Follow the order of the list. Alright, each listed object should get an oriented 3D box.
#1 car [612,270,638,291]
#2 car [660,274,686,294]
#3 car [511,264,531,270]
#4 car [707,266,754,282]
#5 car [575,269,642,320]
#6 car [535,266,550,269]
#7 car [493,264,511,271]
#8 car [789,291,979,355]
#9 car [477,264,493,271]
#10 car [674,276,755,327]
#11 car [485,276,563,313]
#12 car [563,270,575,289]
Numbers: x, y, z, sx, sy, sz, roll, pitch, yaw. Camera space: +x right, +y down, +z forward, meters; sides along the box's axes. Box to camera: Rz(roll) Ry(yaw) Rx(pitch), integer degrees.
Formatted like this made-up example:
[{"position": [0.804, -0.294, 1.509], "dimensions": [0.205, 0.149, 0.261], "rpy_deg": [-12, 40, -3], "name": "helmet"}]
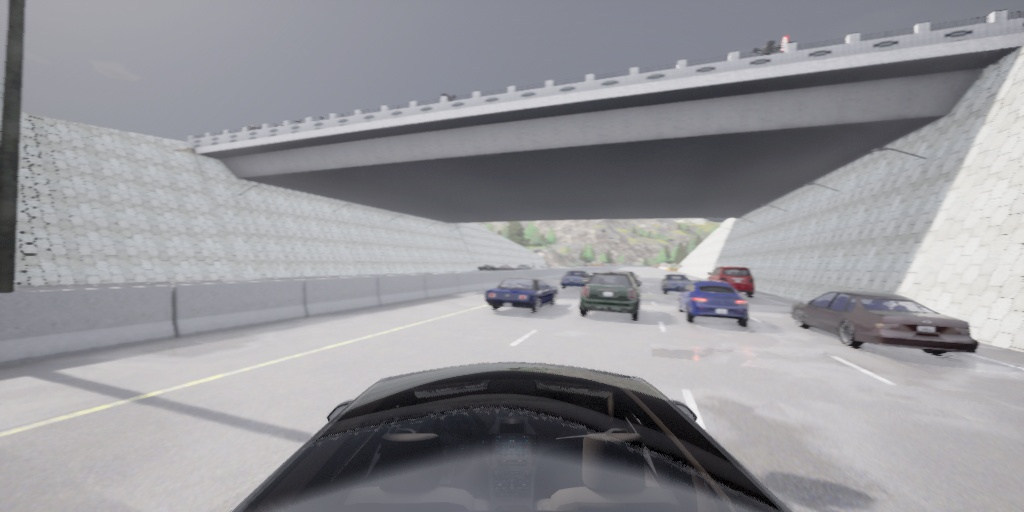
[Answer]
[{"position": [9.346, 1.940, 29.414], "dimensions": [1.812, 1.442, 4.674], "rpy_deg": [1, -1, 20], "name": "car"}, {"position": [11.680, 1.977, 25.601], "dimensions": [2.033, 1.411, 5.357], "rpy_deg": [1, -1, 20], "name": "car"}, {"position": [1.928, 2.147, 61.185], "dimensions": [1.837, 1.490, 4.892], "rpy_deg": [1, -1, 20], "name": "car"}, {"position": [15.336, 1.757, 25.399], "dimensions": [2.150, 2.045, 5.566], "rpy_deg": [1, -1, 20], "name": "car"}, {"position": [4.093, 1.402, 14.555], "dimensions": [2.097, 1.767, 4.553], "rpy_deg": [1, -1, 20], "name": "car"}, {"position": [5.229, 2.324, 60.027], "dimensions": [1.895, 1.301, 4.718], "rpy_deg": [1, -1, 20], "name": "car"}, {"position": [-1.101, 2.105, 63.062], "dimensions": [1.812, 1.442, 4.674], "rpy_deg": [1, -1, 20], "name": "car"}, {"position": [9.967, 1.711, 10.252], "dimensions": [2.033, 1.411, 5.357], "rpy_deg": [1, -1, 20], "name": "car"}, {"position": [-4.454, 2.095, 64.049], "dimensions": [1.895, 1.301, 4.718], "rpy_deg": [1, -1, 20], "name": "car"}, {"position": [7.448, 1.662, 13.553], "dimensions": [1.812, 1.442, 4.674], "rpy_deg": [1, -1, 20], "name": "car"}, {"position": [0.606, 1.558, 15.227], "dimensions": [1.895, 1.301, 4.718], "rpy_deg": [1, -1, 20], "name": "car"}, {"position": [5.082, 1.816, 27.935], "dimensions": [2.033, 1.411, 5.357], "rpy_deg": [1, -1, 20], "name": "car"}]
